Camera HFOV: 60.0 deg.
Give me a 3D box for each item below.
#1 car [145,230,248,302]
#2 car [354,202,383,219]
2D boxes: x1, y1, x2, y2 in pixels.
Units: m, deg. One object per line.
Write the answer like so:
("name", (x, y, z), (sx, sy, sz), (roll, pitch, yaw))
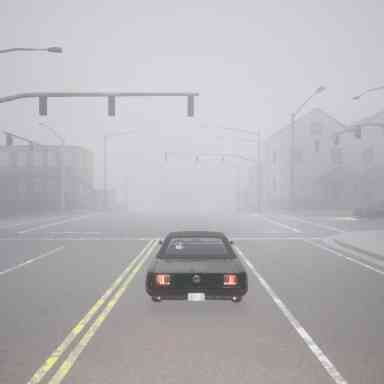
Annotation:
("car", (0.102, 1.601, 8.199), (1.895, 1.301, 4.718), (0, 0, 0))
("car", (16.026, 1.564, 28.165), (4.181, 1.385, 1.994), (0, 0, 0))
